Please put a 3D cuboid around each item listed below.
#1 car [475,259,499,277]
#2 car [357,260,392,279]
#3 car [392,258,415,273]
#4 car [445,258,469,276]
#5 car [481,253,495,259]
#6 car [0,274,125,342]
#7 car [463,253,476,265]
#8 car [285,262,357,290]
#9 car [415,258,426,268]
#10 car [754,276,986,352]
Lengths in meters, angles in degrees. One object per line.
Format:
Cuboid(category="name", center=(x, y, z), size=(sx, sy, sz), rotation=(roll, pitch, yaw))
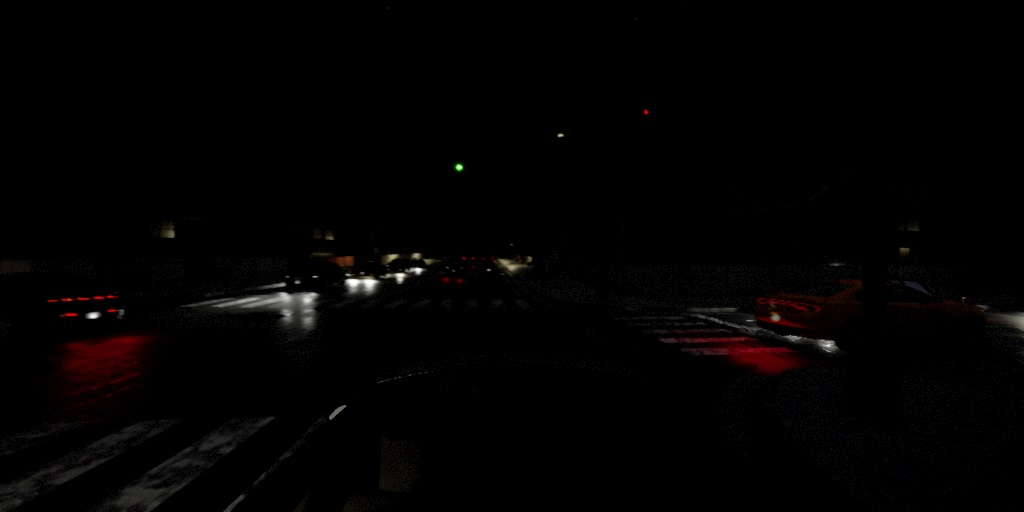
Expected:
Cuboid(category="car", center=(-2.297, 1.277, 35.460), size=(1.994, 1.385, 4.181), rotation=(1, 0, -4))
Cuboid(category="car", center=(-11.909, 1.160, 30.220), size=(1.994, 1.385, 4.181), rotation=(1, 0, -4))
Cuboid(category="car", center=(-12.519, 1.004, 39.808), size=(1.882, 1.535, 5.008), rotation=(1, 1, -4))
Cuboid(category="car", center=(-5.563, 1.190, 35.600), size=(1.812, 1.442, 4.674), rotation=(1, 0, -4))
Cuboid(category="car", center=(-4.236, 0.568, 62.839), size=(2.150, 2.045, 5.566), rotation=(1, 1, -4))
Cuboid(category="car", center=(-12.663, 1.194, 9.191), size=(4.892, 1.490, 1.837), rotation=(0, -2, 9))
Cuboid(category="car", center=(-7.492, 0.519, 62.837), size=(2.150, 2.045, 5.566), rotation=(1, 1, -4))
Cuboid(category="car", center=(-11.290, 1.099, 21.057), size=(2.128, 1.511, 4.902), rotation=(1, 0, -4))
Cuboid(category="car", center=(-13.119, 0.959, 49.594), size=(1.994, 1.385, 4.181), rotation=(1, 1, -4))
Cuboid(category="car", center=(8.627, 1.305, 8.762), size=(5.008, 1.535, 1.882), rotation=(0, -1, -8))
